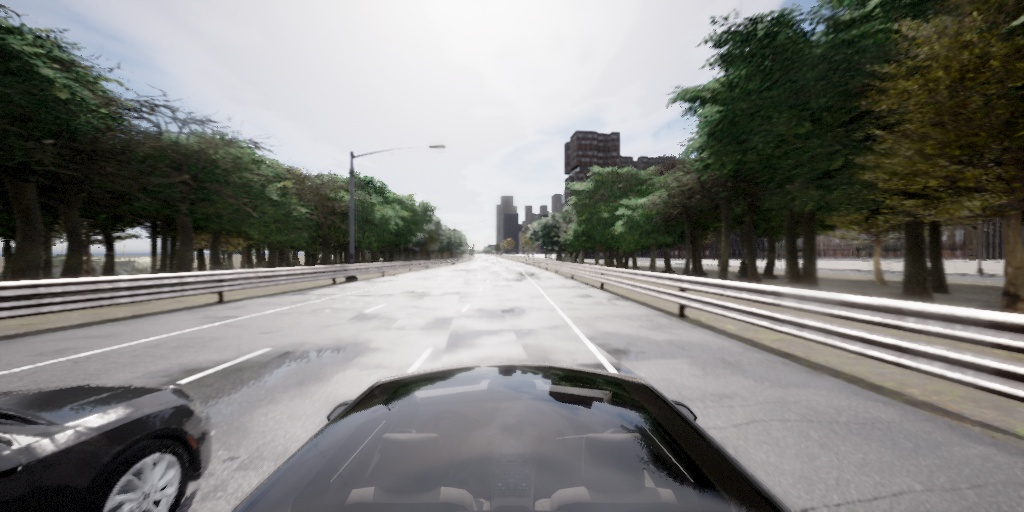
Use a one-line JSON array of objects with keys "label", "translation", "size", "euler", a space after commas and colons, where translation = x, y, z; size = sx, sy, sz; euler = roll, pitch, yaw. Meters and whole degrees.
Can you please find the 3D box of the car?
[{"label": "car", "translation": [-3.406, 1.259, 0.975], "size": [1.837, 1.490, 4.892], "euler": [0, 0, 0]}]
